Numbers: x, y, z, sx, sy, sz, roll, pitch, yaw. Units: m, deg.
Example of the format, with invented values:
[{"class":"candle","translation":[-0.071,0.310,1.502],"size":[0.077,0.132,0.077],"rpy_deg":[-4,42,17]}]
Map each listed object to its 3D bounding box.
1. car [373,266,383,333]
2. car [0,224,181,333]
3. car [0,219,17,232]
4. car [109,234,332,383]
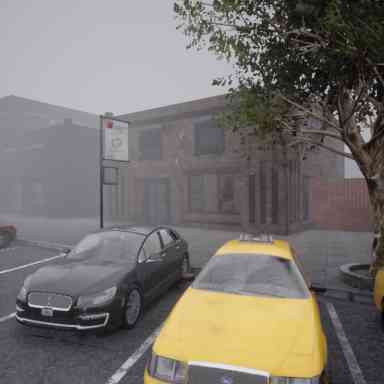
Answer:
[{"class":"car","translation":[3.411,1.480,3.438],"size":[1.946,1.575,5.366],"rpy_deg":[1,-1,16]},{"class":"car","translation":[-1.418,1.487,7.114],"size":[2.231,1.521,4.892],"rpy_deg":[1,-1,16]},{"class":"car","translation":[-8.734,1.528,12.357],"size":[2.002,1.452,4.674],"rpy_deg":[1,-1,16]},{"class":"car","translation":[0.968,1.480,5.183],"size":[1.946,1.575,5.366],"rpy_deg":[1,-1,16]}]
